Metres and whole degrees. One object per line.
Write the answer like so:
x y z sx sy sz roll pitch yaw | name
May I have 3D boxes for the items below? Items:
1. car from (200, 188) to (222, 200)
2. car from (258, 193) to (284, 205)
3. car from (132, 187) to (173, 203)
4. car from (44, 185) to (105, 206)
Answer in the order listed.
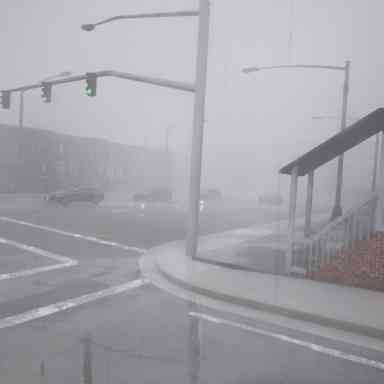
1.986 0.244 42.304 1.837 1.490 4.892 5 3 36 | car
9.682 0.785 40.742 1.994 1.385 4.181 5 3 36 | car
-3.952 0.240 34.089 1.837 1.490 4.892 5 3 36 | car
-9.294 0.225 26.675 2.128 1.511 4.902 5 3 36 | car
